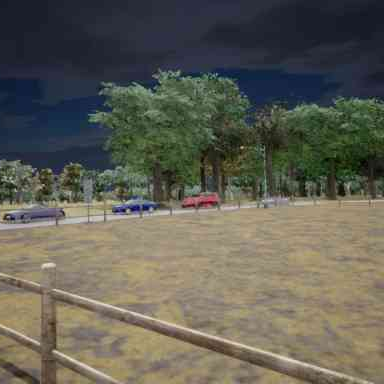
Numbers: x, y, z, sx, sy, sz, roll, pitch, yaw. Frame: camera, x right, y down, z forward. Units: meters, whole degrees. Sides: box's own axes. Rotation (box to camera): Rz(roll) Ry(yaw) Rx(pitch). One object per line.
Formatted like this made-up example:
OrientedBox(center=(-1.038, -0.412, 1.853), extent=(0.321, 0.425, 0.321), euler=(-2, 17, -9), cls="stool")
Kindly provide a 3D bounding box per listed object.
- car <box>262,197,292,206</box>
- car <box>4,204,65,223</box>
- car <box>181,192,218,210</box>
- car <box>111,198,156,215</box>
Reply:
OrientedBox(center=(12.241, 1.291, 47.445), extent=(4.718, 1.301, 1.895), euler=(0, -2, -38), cls="car")
OrientedBox(center=(-11.812, 1.570, 25.186), extent=(1.994, 1.385, 4.181), euler=(-2, -1, 36), cls="car")
OrientedBox(center=(1.095, 1.099, 41.265), extent=(2.150, 2.045, 5.566), euler=(-2, -1, 44), cls="car")
OrientedBox(center=(-5.760, 1.431, 33.334), extent=(1.882, 1.535, 5.008), euler=(-2, -1, 39), cls="car")
